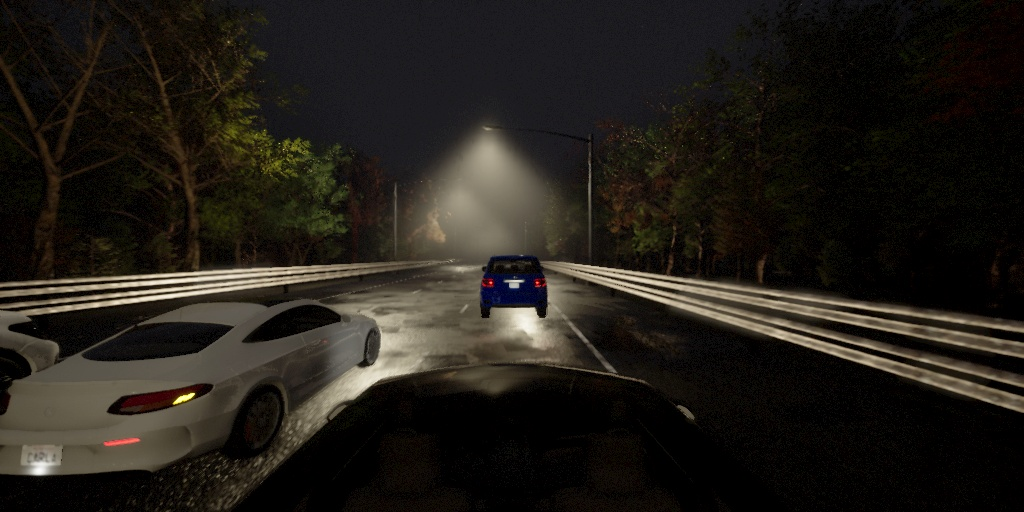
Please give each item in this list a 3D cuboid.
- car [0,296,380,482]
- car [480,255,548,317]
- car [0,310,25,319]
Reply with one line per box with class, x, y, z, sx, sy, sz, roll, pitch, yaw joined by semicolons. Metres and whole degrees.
car;-3.401;1.277;4.900;1.812;1.442;4.674;0;0;0
car;0.044;0.971;13.314;2.150;2.045;5.566;0;0;0
car;-6.912;0.975;2.156;2.150;2.045;5.566;0;0;0
